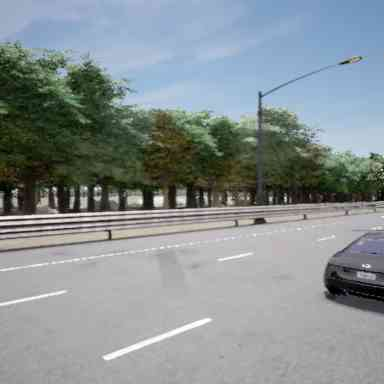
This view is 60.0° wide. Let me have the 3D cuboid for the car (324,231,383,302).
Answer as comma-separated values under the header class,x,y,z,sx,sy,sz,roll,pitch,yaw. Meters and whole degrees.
class,x,y,z,sx,sy,sz,roll,pitch,yaw
car,4.865,1.619,7.888,4.181,1.385,1.994,0,-1,-43
